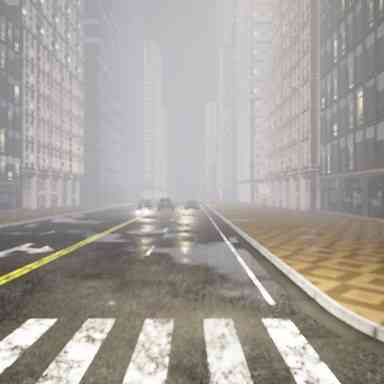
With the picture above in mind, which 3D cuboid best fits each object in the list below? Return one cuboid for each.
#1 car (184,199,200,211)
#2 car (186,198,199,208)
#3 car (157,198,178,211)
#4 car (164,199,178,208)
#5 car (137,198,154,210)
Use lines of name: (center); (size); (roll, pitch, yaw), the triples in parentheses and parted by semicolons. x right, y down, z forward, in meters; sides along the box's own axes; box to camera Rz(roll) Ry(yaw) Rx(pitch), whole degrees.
car: (0.002, 1.744, 43.123); (1.895, 1.301, 4.718); (0, 0, 0)
car: (0.002, 1.757, 53.096); (1.994, 1.385, 4.181); (0, 0, 0)
car: (-3.248, 1.492, 42.648); (2.097, 1.767, 4.553); (0, 0, 0)
car: (-3.248, 1.791, 52.709); (1.895, 1.301, 4.718); (0, 0, 0)
car: (-6.498, 1.651, 46.846); (2.128, 1.511, 4.902); (0, 0, 0)
